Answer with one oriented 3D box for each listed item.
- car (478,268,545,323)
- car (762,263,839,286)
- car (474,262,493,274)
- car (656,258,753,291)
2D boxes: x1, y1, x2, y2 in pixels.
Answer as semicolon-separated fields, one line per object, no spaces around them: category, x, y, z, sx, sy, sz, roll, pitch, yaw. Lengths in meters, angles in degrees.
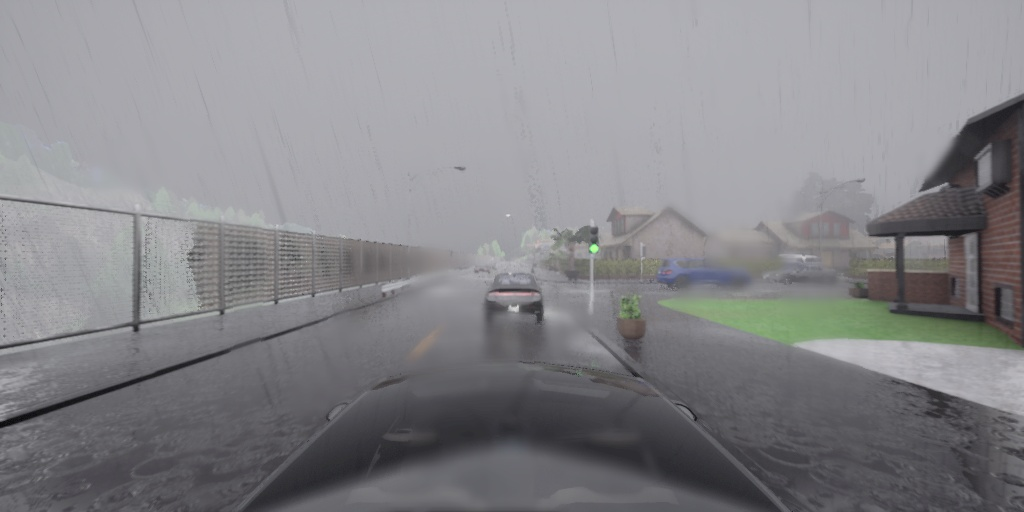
car;0.089;1.334;12.626;2.128;1.511;4.902;0;0;0
car;21.602;1.455;26.954;4.902;1.511;2.128;0;0;0
car;-4.076;1.719;49.692;1.994;1.385;4.181;0;0;0
car;12.273;1.153;23.160;5.566;2.045;2.150;0;0;5
